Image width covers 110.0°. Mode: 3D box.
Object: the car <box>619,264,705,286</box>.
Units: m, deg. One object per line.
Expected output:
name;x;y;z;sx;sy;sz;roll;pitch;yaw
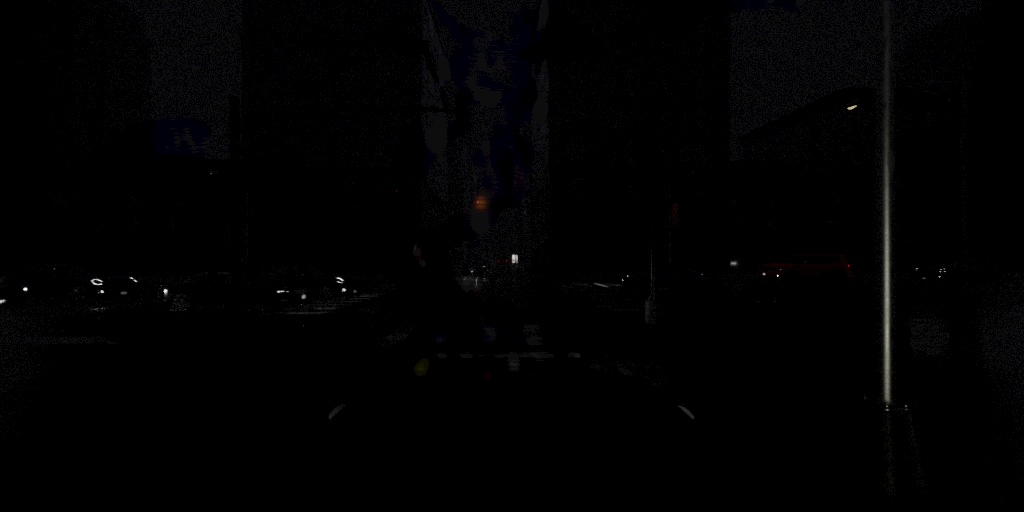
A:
car;10.209;1.244;24.539;5.357;1.411;2.033;0;0;-2

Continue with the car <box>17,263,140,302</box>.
car;-20.570;1.172;16.869;4.553;1.767;2.097;0;0;-2

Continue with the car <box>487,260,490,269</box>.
car;-4.288;1.285;47.905;1.837;1.490;4.892;0;0;-2

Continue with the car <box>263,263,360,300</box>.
car;-9.820;1.130;17.206;4.553;1.767;2.097;0;0;-2

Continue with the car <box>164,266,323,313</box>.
car;-10.261;1.272;13.571;4.902;1.511;2.128;0;0;3

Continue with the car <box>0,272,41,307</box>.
car;-21.610;1.427;13.587;4.718;1.301;1.895;0;0;-2

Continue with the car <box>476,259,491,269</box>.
car;-4.572;1.282;58.301;2.128;1.511;4.902;0;0;-1

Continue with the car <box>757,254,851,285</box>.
car;20.167;0.883;24.851;5.566;2.045;2.150;0;0;-2

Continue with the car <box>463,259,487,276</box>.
car;-4.001;1.260;37.526;2.128;1.511;4.902;0;0;-2

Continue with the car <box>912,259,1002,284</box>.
car;31.104;0.979;25.184;4.553;1.767;2.097;0;0;-2
